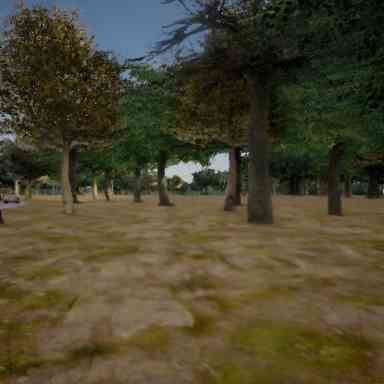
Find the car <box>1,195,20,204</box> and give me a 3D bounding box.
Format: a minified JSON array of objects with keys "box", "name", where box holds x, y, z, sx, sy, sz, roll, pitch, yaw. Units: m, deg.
[{"box":[-28.854,1.177,53.328,1.994,1.385,4.181,1,0,-24],"name":"car"}]
